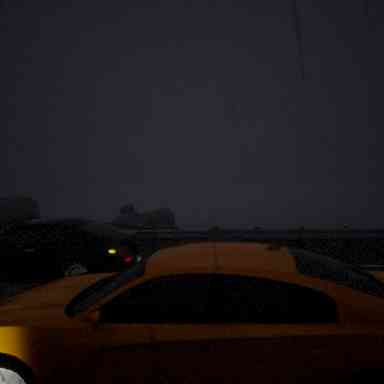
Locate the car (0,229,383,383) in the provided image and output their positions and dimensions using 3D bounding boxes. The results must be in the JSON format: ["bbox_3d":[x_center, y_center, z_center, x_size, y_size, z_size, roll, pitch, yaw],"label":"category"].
[{"bbox_3d":[0.057,1.326,3.556,5.008,1.535,1.882,-2,2,10],"label":"car"}]

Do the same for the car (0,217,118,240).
[{"bbox_3d":[-3.448,1.344,7.694,4.674,1.442,1.812,-2,2,8],"label":"car"}]
